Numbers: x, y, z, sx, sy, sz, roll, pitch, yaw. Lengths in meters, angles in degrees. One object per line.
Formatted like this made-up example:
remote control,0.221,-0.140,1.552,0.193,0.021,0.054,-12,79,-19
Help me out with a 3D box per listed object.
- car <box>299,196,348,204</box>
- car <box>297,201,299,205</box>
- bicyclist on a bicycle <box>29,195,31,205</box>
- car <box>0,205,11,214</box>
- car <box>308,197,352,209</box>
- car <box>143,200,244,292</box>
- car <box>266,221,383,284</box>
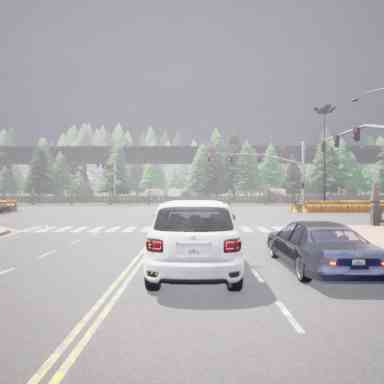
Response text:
car,16.263,1.489,40.835,4.902,1.511,2.128,0,0,0
car,17.382,1.349,47.831,4.553,1.767,2.097,0,0,0
bicyclist on a bicycle,-27.050,1.297,55.834,0.582,1.620,1.656,0,0,0
car,-21.487,1.545,33.824,5.357,1.411,2.033,0,0,0
car,18.337,1.475,44.326,5.008,1.535,1.882,0,0,0
car,0.061,1.221,9.106,2.150,2.045,5.566,0,0,1
car,3.570,1.547,9.597,2.033,1.411,5.357,0,0,0
